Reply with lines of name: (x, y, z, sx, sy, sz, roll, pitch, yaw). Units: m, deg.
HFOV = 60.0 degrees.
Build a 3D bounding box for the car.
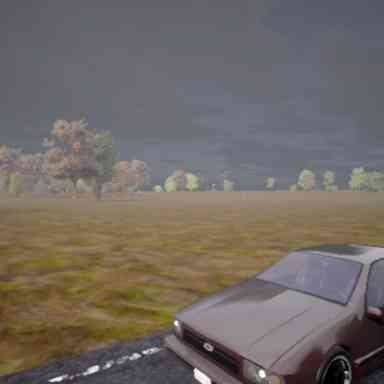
car: (2.281, 1.544, 4.998, 5.357, 1.411, 2.033, 0, 0, -35)
